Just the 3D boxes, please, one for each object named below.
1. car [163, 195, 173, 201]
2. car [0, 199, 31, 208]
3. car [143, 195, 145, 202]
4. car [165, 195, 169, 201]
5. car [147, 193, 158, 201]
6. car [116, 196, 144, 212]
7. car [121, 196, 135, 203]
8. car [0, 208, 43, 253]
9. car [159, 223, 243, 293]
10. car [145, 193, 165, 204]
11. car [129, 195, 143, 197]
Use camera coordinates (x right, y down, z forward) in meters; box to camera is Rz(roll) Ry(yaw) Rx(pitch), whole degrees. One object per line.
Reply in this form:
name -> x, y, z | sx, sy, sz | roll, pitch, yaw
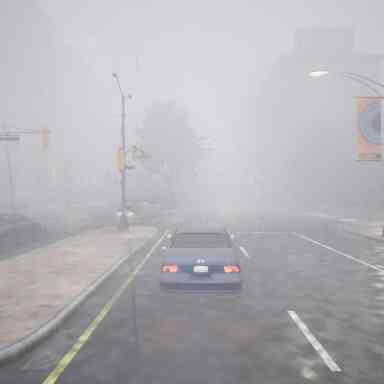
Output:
car -> -6.339, 1.522, 88.829 | 2.128, 1.511, 4.902 | 0, 0, 1
car -> -22.049, 1.526, 40.347 | 4.674, 1.442, 1.812 | 0, 1, -8
car -> -10.203, 1.500, 69.563 | 1.837, 1.490, 4.892 | 0, 0, 1
car -> -6.610, 1.355, 74.490 | 2.097, 1.767, 4.553 | 0, 0, 1
car -> -9.921, 1.225, 84.528 | 2.150, 2.045, 5.566 | 0, 0, 1
car -> -7.381, 1.547, 38.907 | 2.033, 1.411, 5.357 | 0, 0, 1
car -> -13.447, 1.595, 69.884 | 1.895, 1.301, 4.718 | 0, 0, 1
car -> -7.858, 1.564, 13.584 | 1.994, 1.385, 4.181 | 0, 0, 1
car -> 0.232, 1.547, 8.987 | 2.033, 1.411, 5.357 | 0, 0, 1
car -> -6.896, 1.352, 62.532 | 2.097, 1.767, 4.553 | 0, 0, 2
car -> -10.500, 1.352, 57.919 | 2.097, 1.767, 4.553 | 0, 0, 1
